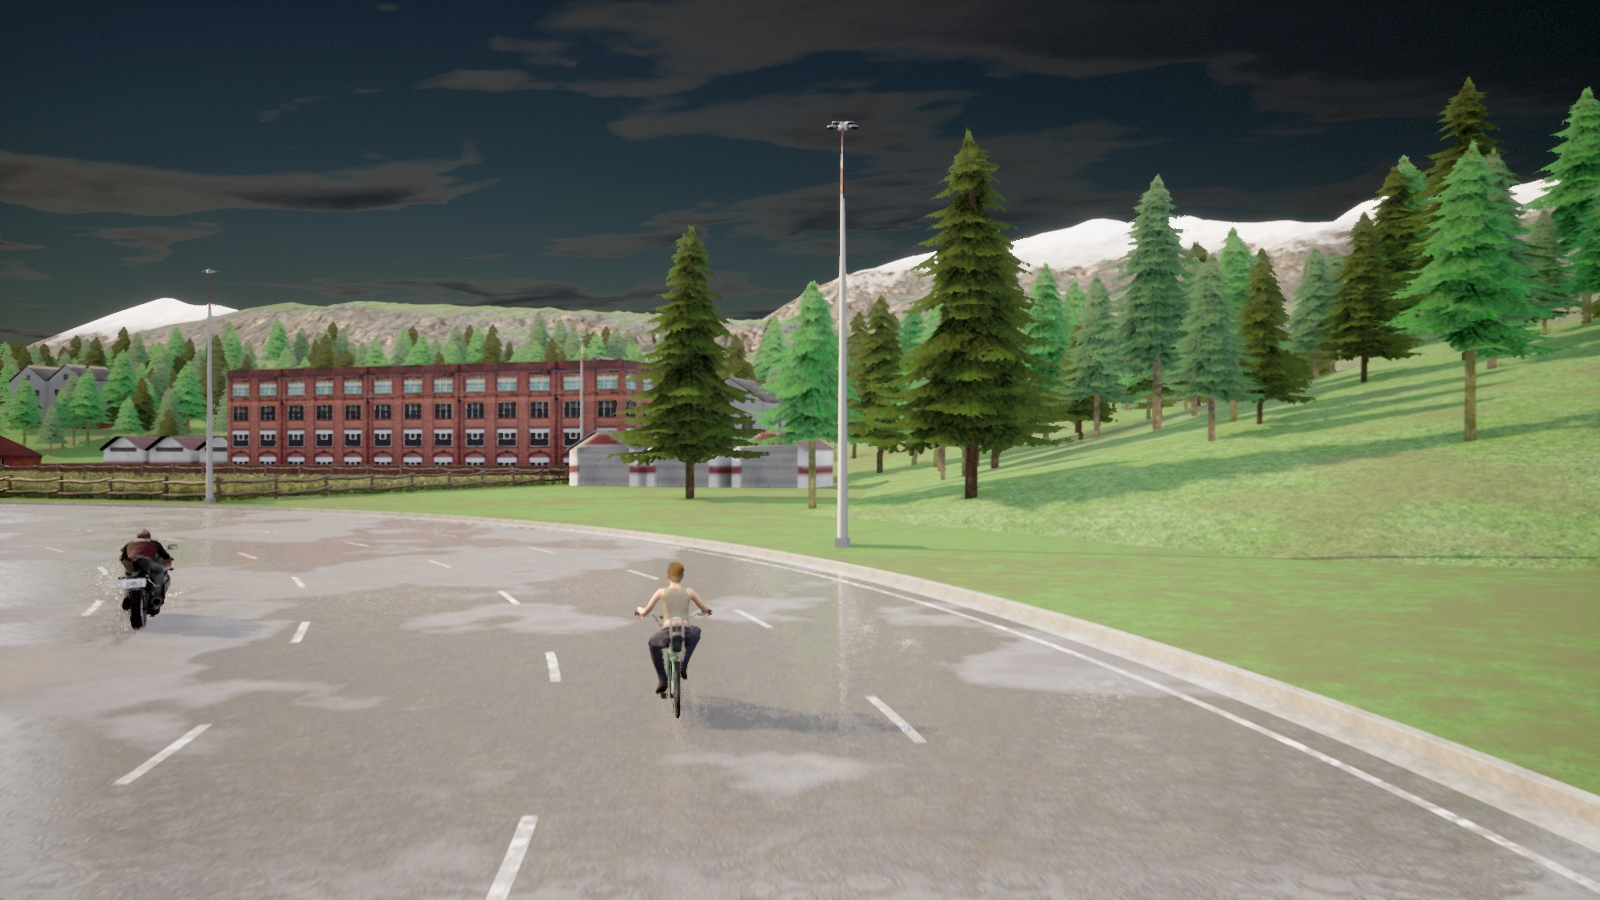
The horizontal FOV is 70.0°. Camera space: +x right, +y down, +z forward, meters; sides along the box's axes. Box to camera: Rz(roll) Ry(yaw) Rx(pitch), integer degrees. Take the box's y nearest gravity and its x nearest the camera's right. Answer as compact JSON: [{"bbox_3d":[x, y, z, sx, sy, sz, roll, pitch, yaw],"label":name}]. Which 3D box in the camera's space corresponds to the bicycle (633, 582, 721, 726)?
[{"bbox_3d":[-1.358,2.161,12.370,0.859,1.276,1.487,0,0,-9],"label":"bicycle"}]

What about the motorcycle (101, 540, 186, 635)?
[{"bbox_3d":[-10.722,2.211,18.738,0.867,1.251,2.209,-2,1,-22],"label":"motorcycle"}]
